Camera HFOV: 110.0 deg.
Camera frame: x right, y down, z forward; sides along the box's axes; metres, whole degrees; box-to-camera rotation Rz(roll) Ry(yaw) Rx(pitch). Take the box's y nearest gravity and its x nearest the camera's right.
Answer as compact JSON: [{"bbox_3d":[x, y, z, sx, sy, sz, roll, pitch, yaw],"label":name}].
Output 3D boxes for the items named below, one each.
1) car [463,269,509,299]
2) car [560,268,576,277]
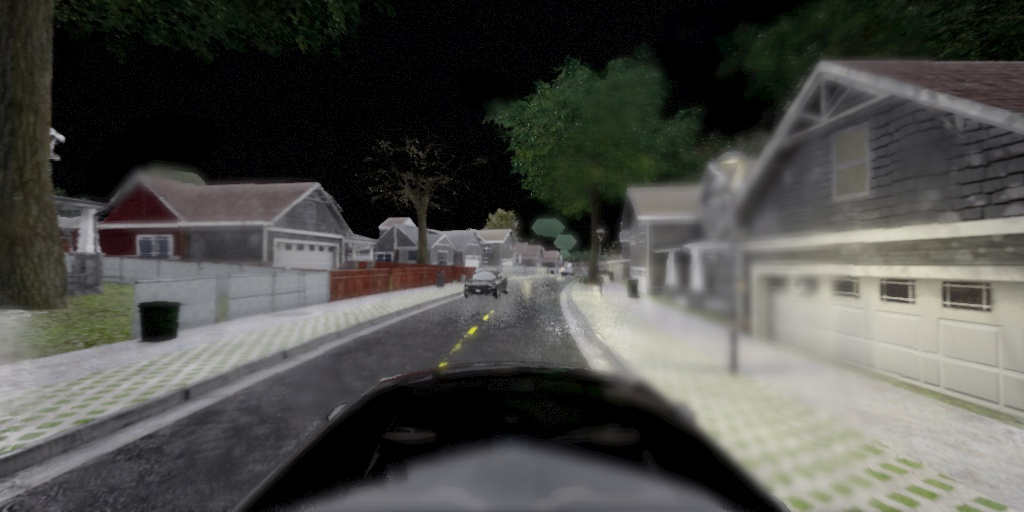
[{"bbox_3d":[-1.368,1.555,20.784,1.882,1.535,5.008,0,-1,9],"label":"car"},{"bbox_3d":[9.427,2.699,59.593,2.033,1.411,5.357,0,-2,21],"label":"car"}]
